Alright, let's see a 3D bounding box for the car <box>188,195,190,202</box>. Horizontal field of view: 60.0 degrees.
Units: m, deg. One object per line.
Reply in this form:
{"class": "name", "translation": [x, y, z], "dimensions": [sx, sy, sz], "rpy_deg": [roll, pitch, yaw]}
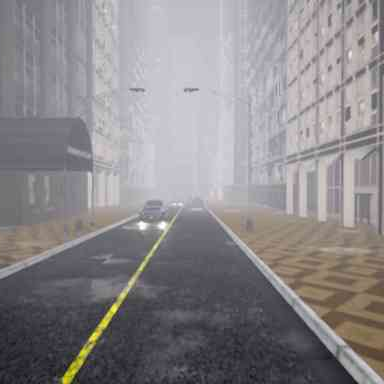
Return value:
{"class": "car", "translation": [-0.006, 1.476, 77.383], "dimensions": [1.837, 1.490, 4.892], "rpy_deg": [0, 0, 0]}

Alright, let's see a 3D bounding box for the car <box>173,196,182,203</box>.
{"class": "car", "translation": [-3.006, 1.585, 69.823], "dimensions": [2.128, 1.511, 4.902], "rpy_deg": [0, 0, 0]}

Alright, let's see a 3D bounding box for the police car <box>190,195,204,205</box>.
{"class": "police car", "translation": [1.045, 1.490, 59.341], "dimensions": [1.930, 1.638, 5.238], "rpy_deg": [0, 0, 0]}

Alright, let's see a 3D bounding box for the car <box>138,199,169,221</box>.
{"class": "car", "translation": [-3.100, 1.372, 27.526], "dimensions": [2.097, 1.767, 4.553], "rpy_deg": [0, 0, 0]}
